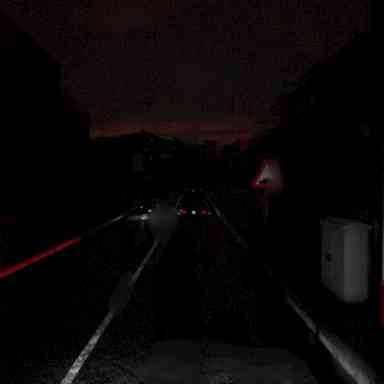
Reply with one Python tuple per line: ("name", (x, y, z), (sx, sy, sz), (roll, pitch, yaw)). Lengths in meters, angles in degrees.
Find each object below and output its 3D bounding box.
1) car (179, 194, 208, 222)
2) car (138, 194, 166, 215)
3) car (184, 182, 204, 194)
("car", (0.106, 1.144, 22.218), (2.033, 1.411, 5.357), (0, 3, 0))
("car", (-3.098, 0.887, 26.901), (2.033, 1.411, 5.357), (0, 2, -1))
("car", (0.205, -0.169, 40.543), (2.150, 2.045, 5.566), (0, 3, 1))
